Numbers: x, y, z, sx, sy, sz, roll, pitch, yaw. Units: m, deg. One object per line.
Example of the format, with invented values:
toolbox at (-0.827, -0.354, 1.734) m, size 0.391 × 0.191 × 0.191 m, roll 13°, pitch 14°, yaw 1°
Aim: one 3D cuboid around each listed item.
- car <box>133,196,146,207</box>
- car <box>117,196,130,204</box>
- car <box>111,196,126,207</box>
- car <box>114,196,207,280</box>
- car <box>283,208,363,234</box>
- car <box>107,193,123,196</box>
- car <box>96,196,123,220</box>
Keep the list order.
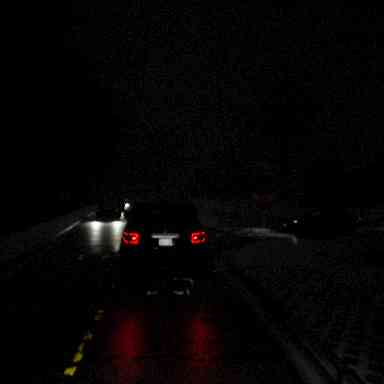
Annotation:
car at (-7.813, 1.338, 49.208) m, size 1.882 × 1.535 × 5.008 m, roll 0°, pitch 0°, yaw -10°
car at (-12.552, 1.460, 61.381) m, size 1.895 × 1.301 × 4.718 m, roll 0°, pitch 0°, yaw -6°
car at (-10.484, 1.347, 47.750) m, size 1.837 × 1.490 × 4.892 m, roll 0°, pitch 0°, yaw -9°
car at (-0.924, 1.219, 10.207) m, size 2.150 × 2.045 × 5.566 m, roll 0°, pitch 0°, yaw -7°
car at (7.806, 1.716, 19.946) m, size 4.674 × 1.442 × 1.812 m, roll 1°, pitch -3°, yaw -8°
car at (-8.658, 1.086, 37.553) m, size 2.150 × 2.045 × 5.566 m, roll 0°, pitch 0°, yaw -11°
car at (-6.829, 1.385, 27.641) m, size 1.882 × 1.535 × 5.008 m, roll 0°, pitch 0°, yaw -11°
